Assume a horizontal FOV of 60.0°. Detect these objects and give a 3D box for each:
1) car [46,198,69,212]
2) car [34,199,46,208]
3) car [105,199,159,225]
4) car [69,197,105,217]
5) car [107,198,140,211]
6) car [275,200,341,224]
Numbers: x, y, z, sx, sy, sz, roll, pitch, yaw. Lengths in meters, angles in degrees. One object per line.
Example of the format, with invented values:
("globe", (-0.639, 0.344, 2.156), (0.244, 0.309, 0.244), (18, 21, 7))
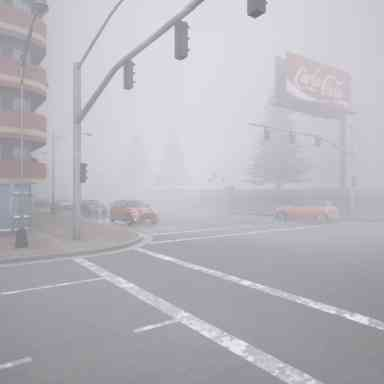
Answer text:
("car", (-15.294, 1.478, 39.249), (1.882, 1.535, 5.008), (0, 0, -36))
("car", (-21.166, 1.601, 47.427), (1.895, 1.301, 4.718), (0, 0, -35))
("car", (-4.234, 1.352, 23.949), (2.097, 1.767, 4.553), (0, 0, -36))
("car", (-9.567, 1.491, 31.318), (2.128, 1.511, 4.902), (0, 0, -36))
("car", (-8.854, 1.547, 42.613), (2.033, 1.411, 5.357), (0, 0, -36))
("car", (8.504, 1.352, 24.816), (2.097, 1.767, 4.553), (0, 0, -45))
